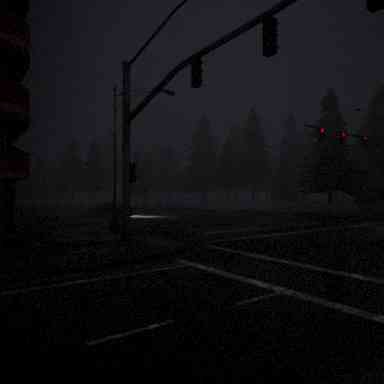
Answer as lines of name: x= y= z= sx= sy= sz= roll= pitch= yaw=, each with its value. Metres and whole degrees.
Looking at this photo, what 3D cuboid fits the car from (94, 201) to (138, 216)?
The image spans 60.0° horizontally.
car: x=-7.159 y=1.499 z=31.302 sx=4.181 sy=1.385 sz=1.994 roll=0 pitch=0 yaw=25
